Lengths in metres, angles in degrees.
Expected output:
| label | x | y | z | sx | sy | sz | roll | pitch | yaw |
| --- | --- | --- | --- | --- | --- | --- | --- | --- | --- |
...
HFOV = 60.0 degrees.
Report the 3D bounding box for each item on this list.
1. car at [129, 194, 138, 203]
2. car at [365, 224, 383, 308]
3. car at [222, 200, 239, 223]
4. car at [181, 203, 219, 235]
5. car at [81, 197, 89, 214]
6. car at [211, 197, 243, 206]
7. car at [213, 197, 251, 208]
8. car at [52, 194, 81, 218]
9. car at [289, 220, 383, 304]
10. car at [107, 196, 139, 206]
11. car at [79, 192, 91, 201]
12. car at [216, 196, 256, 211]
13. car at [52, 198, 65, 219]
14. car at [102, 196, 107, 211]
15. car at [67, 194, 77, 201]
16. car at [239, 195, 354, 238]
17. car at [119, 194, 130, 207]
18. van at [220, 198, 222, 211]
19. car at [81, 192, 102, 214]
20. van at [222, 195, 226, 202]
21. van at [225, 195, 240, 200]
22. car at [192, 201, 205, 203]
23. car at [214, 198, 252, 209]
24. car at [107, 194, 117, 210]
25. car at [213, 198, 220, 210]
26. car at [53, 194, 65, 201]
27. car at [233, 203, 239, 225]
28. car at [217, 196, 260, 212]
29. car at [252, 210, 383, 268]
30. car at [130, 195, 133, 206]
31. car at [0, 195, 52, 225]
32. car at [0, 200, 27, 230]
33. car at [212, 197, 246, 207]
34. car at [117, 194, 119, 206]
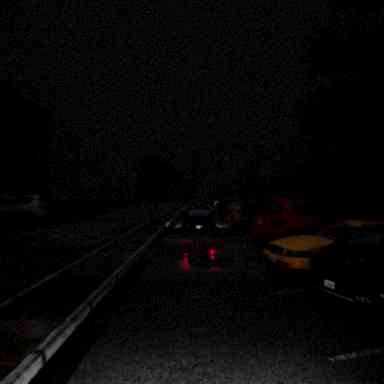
| label | x | y | z | sx | sy | sz | roll | pitch | yaw |
| --- | --- | --- | --- | --- | --- | --- | --- | --- | --- |
| car | -12.257 | 1.309 | 56.235 | 5.566 | 2.045 | 2.435 | -1 | 0 | -18 |
| car | 4.821 | 1.368 | 4.083 | 4.553 | 1.767 | 2.185 | 1 | 0 | -19 |
| car | 4.985 | 1.520 | 21.863 | 5.366 | 1.575 | 1.946 | 1 | 0 | -19 |
| car | 0.373 | 1.560 | 18.898 | 1.812 | 1.442 | 4.674 | 0 | 0 | 1 |
| car | -12.786 | 1.554 | 32.178 | 4.792 | 1.488 | 2.163 | -1 | 0 | -19 |
| car | 5.919 | 1.586 | 56.325 | 4.892 | 1.521 | 2.231 | 1 | 0 | -19 |
| car | 5.933 | 1.573 | 49.604 | 5.366 | 1.575 | 1.946 | 1 | 0 | -19 |
| car | -12.907 | 1.268 | 29.147 | 5.566 | 2.045 | 2.435 | -1 | 0 | -19 |
| car | 4.875 | 1.500 | 7.060 | 4.892 | 1.521 | 2.231 | 1 | 0 | -19 |
| car | -12.328 | 1.551 | 59.212 | 5.366 | 1.575 | 1.946 | -1 | 0 | -19 |
| car | -24.480 | 1.024 | 76.116 | 2.435 | 2.045 | 5.566 | 1 | -1 | -18 |
| car | 5.639 | 1.437 | 42.764 | 4.553 | 1.767 | 2.185 | 1 | 0 | -19 |
| car | -12.948 | 1.513 | 26.157 | 5.008 | 1.535 | 2.097 | -1 | 0 | -19 |
| car | -12.654 | 1.566 | 38.188 | 4.792 | 1.488 | 2.163 | -1 | 0 | -19 |
| car | -27.453 | 1.317 | 76.239 | 2.002 | 1.452 | 4.674 | 1 | -1 | -18 |
| car | 5.006 | 1.259 | 13.013 | 5.566 | 2.045 | 2.435 | 1 | 0 | -19 |
| car | -12.391 | 1.560 | 50.210 | 5.008 | 1.535 | 2.097 | -1 | 0 | -19 |
| van | 5.241 | 1.313 | 30.814 | 4.442 | 1.987 | 1.878 | 1 | 0 | -19 |
| car | -12.726 | 1.279 | 35.185 | 5.566 | 2.045 | 2.435 | -1 | 0 | -19 |
| van | 5.180 | 1.308 | 27.838 | 4.442 | 1.987 | 1.878 | 1 | 0 | -19 |
| van | 5.118 | 1.303 | 24.860 | 4.442 | 1.987 | 1.878 | 1 | 0 | -19 |
| car | 0.792 | 1.671 | 38.923 | 1.895 | 1.301 | 4.718 | 0 | 0 | 1 |
| car | 5.657 | 1.597 | 46.134 | 4.792 | 1.488 | 2.163 | 1 | 0 | -19 |
| car | -12.590 | 1.291 | 41.198 | 5.566 | 2.045 | 2.435 | -1 | 0 | -19 |
| car | 5.442 | 1.295 | 33.842 | 5.566 | 2.045 | 2.435 | 1 | 0 | -19 |
| car | -30.409 | 1.280 | 76.340 | 2.231 | 1.521 | 4.892 | 0 | -1 | -18 |
| car | 5.125 | 1.550 | 18.963 | 4.792 | 1.488 | 2.163 | 1 | 0 | -19 |
| car | 5.511 | 1.431 | 39.776 | 4.553 | 1.767 | 2.185 | 1 | 0 | -19 |
| car | 4.751 | 1.499 | 9.964 | 5.366 | 1.575 | 1.946 | 1 | 0 | -19 |
| car | -12.308 | 1.603 | 53.234 | 4.674 | 1.452 | 2.002 | -1 | 0 | -18 |
| car | -13.039 | 1.257 | 23.140 | 5.566 | 2.045 | 2.435 | -1 | 0 | -19 |
| car | -13.080 | 1.502 | 20.148 | 5.008 | 1.535 | 2.097 | -1 | 0 | -19 |
| car | 5.830 | 1.581 | 52.931 | 4.892 | 1.521 | 2.231 | 1 | 0 | -19 |
| car | -12.509 | 1.423 | 44.193 | 4.553 | 1.767 | 2.185 | -1 | 0 | -19 |
